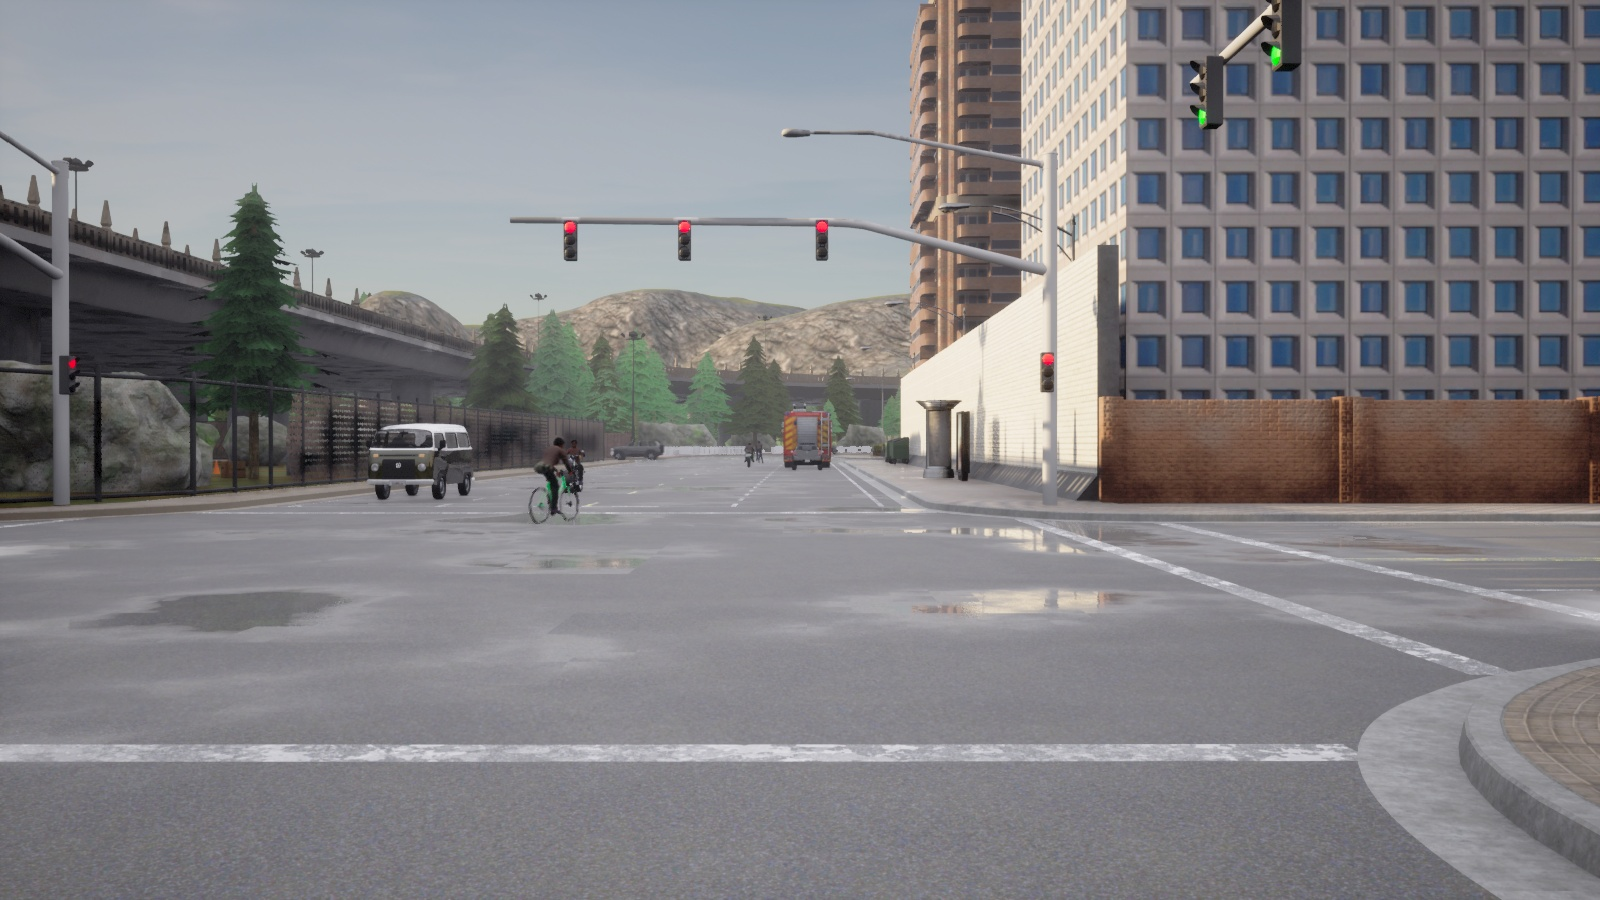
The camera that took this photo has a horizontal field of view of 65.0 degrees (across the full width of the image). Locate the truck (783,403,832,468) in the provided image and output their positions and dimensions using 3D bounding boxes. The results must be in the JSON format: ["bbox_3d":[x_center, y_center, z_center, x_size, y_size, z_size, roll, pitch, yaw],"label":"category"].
[{"bbox_3d":[0.443,-0.860,78.360,2.891,3.827,8.468,0,0,0],"label":"truck"}]

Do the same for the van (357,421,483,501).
[{"bbox_3d":[-10.298,0.267,34.391,2.069,2.038,4.480,0,0,0],"label":"van"}]

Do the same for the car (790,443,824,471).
[{"bbox_3d":[0.392,0.371,69.074,1.845,1.501,3.633,0,0,0],"label":"car"}]

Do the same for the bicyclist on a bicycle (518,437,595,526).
[{"bbox_3d":[-4.622,0.584,23.945,0.582,1.620,1.656,-1,0,23],"label":"bicyclist on a bicycle"}]

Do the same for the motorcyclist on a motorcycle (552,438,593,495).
[{"bbox_3d":[-6.781,0.480,37.514,0.766,1.649,2.350,0,0,0],"label":"motorcyclist on a motorcycle"}]
